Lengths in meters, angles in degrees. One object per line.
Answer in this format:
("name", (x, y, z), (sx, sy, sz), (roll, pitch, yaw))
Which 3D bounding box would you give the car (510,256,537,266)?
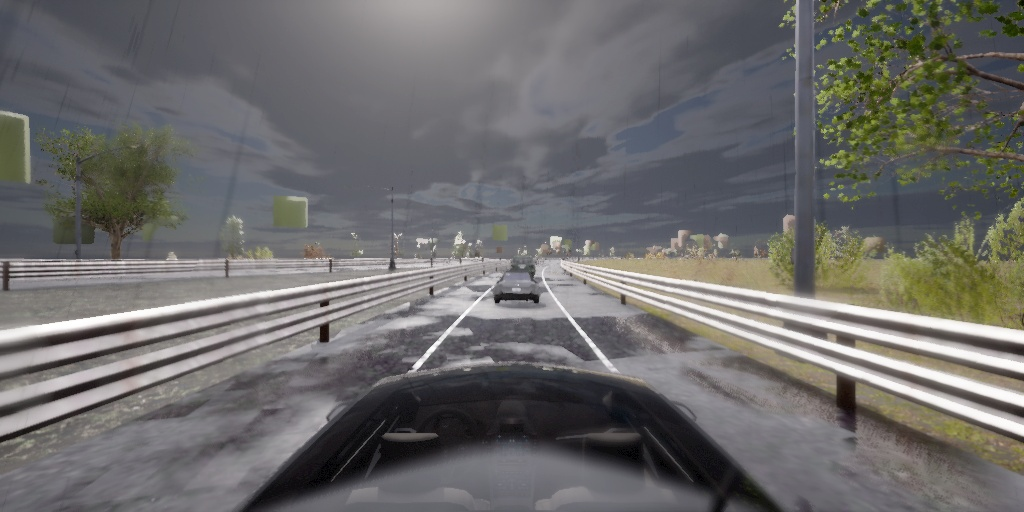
("car", (0.998, 1.011, 31.385), (2.150, 2.045, 5.566), (0, 0, 4))

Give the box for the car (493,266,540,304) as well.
("car", (0.249, 1.323, 16.431), (1.994, 1.385, 4.181), (0, 0, 2))
